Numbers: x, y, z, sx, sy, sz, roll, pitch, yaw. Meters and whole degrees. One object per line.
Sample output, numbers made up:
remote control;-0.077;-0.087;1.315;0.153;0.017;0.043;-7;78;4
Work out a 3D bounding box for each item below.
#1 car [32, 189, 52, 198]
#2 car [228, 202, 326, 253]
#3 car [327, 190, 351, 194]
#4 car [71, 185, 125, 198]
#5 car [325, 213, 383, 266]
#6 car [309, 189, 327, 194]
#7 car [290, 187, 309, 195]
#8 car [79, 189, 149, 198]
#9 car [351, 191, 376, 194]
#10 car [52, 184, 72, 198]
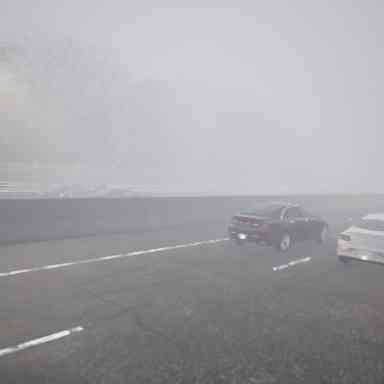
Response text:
car;-10.476;0.069;28.111;5.357;1.411;2.033;0;3;-45
car;3.315;1.142;12.126;4.892;1.490;1.837;0;3;-45
car;23.735;0.398;52.087;5.357;1.411;2.033;0;3;-44
car;-5.564;0.416;23.136;4.674;1.442;1.812;0;3;-45
car;5.853;1.346;9.720;4.674;1.442;1.812;0;3;-45
car;21.612;0.225;54.906;4.181;1.385;1.994;0;3;-44
car;18.709;-0.041;56.933;5.008;1.535;1.882;0;3;-44
car;-3.906;0.677;19.870;4.718;1.301;1.895;0;3;-45
car;26.198;0.580;49.605;5.357;1.411;2.033;0;3;-44
car;-7.769;0.197;25.867;4.902;1.511;2.128;0;3;-45
